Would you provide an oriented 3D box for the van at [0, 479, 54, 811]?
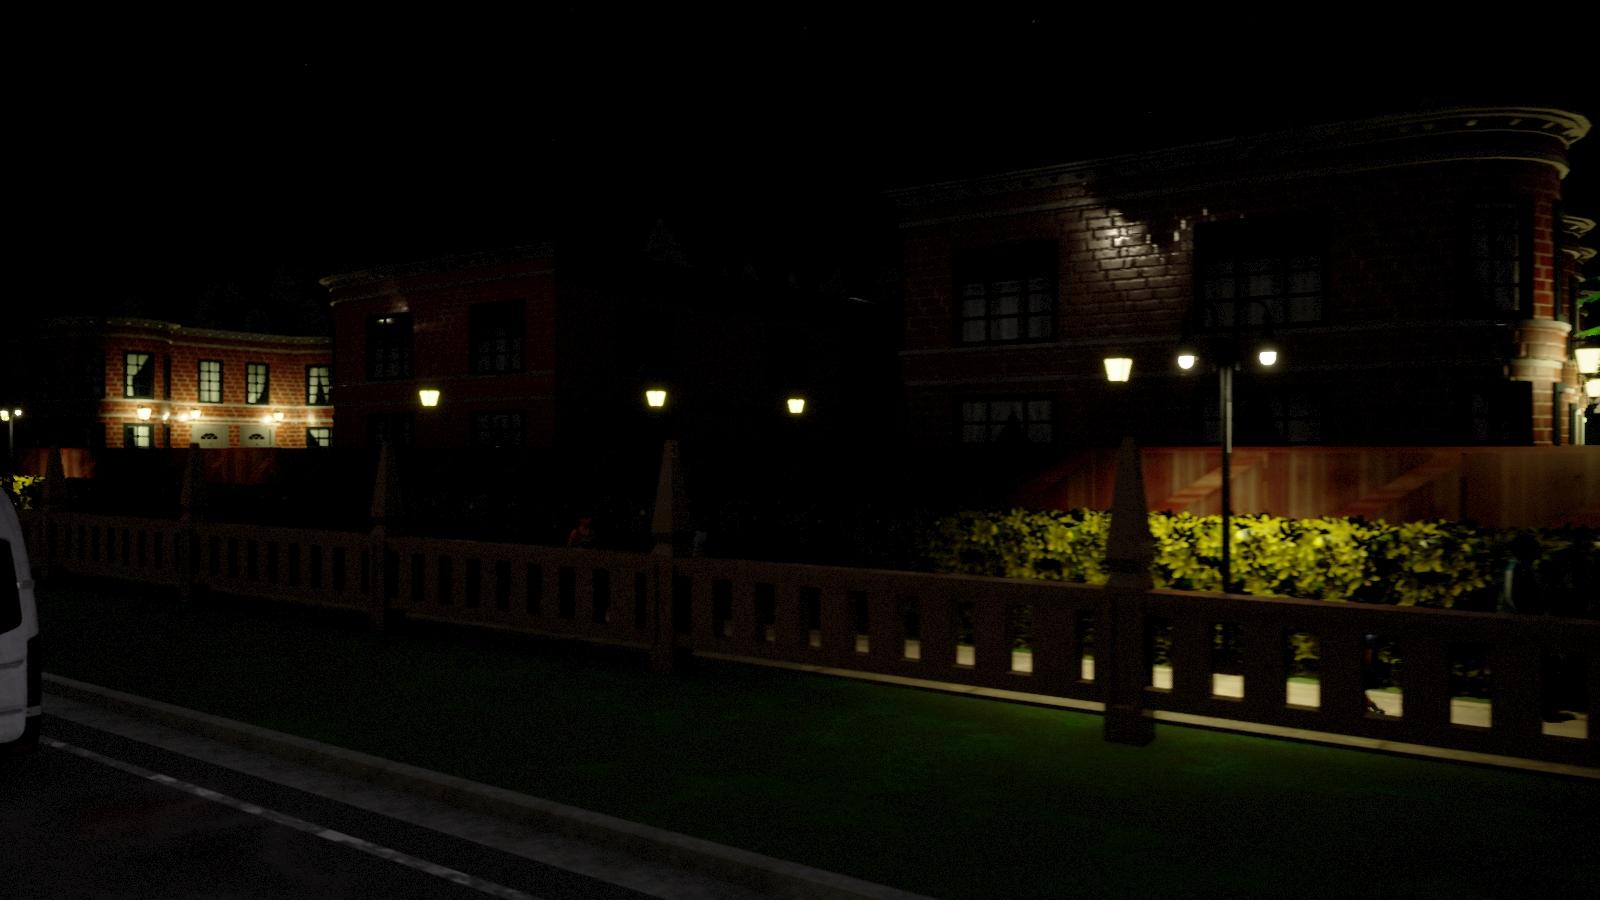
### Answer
[{"bbox_3d":[-8.997,1.530,10.080,5.915,2.561,1.988,0,0,35],"label":"van"}]

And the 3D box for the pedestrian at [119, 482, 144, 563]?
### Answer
[{"bbox_3d":[-15.700,1.687,26.830,0.375,1.860,0.375,0,0,36],"label":"pedestrian"}]

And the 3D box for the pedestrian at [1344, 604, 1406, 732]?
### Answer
[{"bbox_3d":[5.534,2.076,10.992,0.500,1.100,0.500,0,0,30],"label":"pedestrian"}]

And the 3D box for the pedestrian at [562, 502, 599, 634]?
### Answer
[{"bbox_3d":[-3.182,1.692,16.581,0.375,1.860,0.375,0,0,35],"label":"pedestrian"}]

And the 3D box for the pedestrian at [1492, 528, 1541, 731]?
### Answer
[{"bbox_3d":[6.853,1.694,10.923,0.375,1.860,0.375,0,0,35],"label":"pedestrian"}]

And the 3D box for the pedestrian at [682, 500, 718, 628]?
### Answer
[{"bbox_3d":[-1.494,1.692,17.113,0.375,1.860,0.375,0,0,37],"label":"pedestrian"}]

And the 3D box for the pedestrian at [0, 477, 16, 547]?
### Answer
[{"bbox_3d":[-21.636,1.684,31.102,0.375,1.860,0.375,0,0,36],"label":"pedestrian"}]
